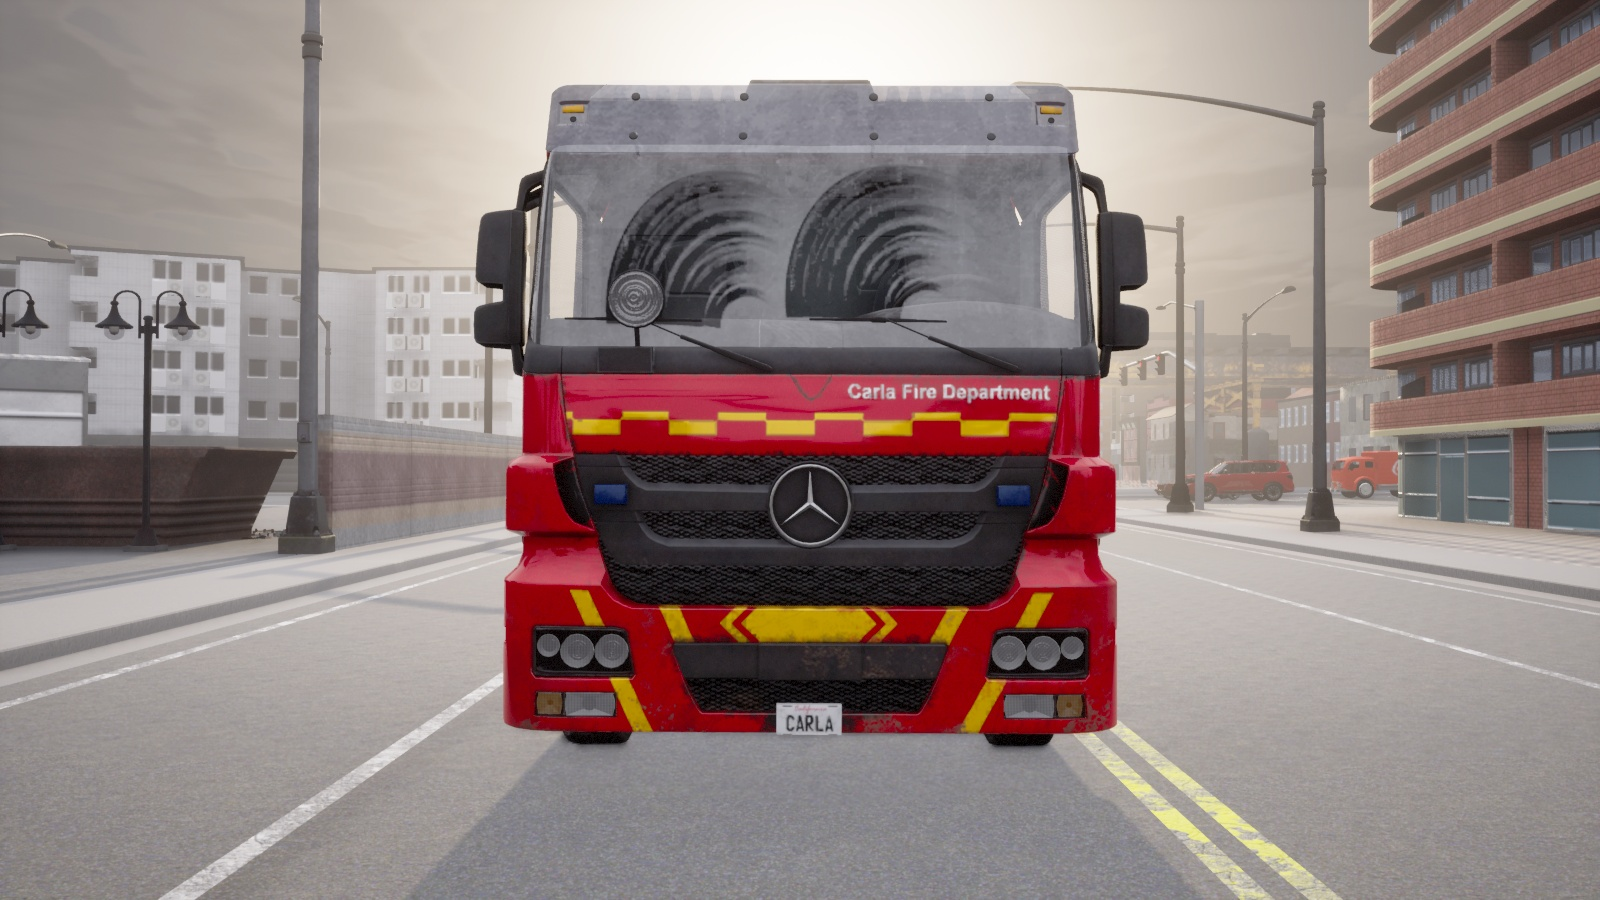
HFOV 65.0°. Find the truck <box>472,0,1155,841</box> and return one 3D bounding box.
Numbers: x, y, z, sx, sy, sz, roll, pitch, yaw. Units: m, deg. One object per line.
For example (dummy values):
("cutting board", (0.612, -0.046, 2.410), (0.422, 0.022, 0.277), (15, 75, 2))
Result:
("truck", (0.070, -0.190, 9.582), (2.891, 3.827, 8.468), (0, -1, 0))

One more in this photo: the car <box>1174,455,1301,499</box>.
("car", (21.796, 1.356, 62.725), (5.566, 2.045, 2.150), (-1, -1, 2))

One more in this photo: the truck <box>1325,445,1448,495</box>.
("truck", (30.774, 1.041, 66.015), (5.204, 2.467, 2.627), (-1, -1, 1))

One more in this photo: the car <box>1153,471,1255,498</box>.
("car", (21.271, 1.809, 66.245), (4.718, 1.301, 1.895), (-1, -1, 1))
